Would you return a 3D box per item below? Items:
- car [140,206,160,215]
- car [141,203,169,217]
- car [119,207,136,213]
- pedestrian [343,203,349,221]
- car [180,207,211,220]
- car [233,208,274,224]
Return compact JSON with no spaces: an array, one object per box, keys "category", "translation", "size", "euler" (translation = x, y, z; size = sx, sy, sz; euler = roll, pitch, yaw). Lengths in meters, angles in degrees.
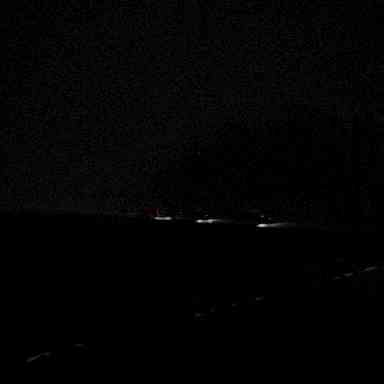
[{"category":"car","translation":[-7.650,3.289,59.994],"size":[1.812,1.442,4.674],"euler":[1,-2,-33]},{"category":"car","translation":[-5.487,2.656,49.961],"size":[2.150,2.045,5.566],"euler":[1,-2,-33]},{"category":"car","translation":[-13.385,3.659,68.589],"size":[1.895,1.301,4.718],"euler":[1,-2,-33]},{"category":"pedestrian","translation":[15.009,1.933,32.490],"size":[0.375,1.860,0.375],"euler":[-2,1,-33]},{"category":"car","translation":[0.371,2.593,40.979],"size":[1.837,1.490,4.892],"euler":[1,-2,-33]},{"category":"car","translation":[5.890,2.270,32.542],"size":[1.812,1.442,4.674],"euler":[1,-2,-33]}]
